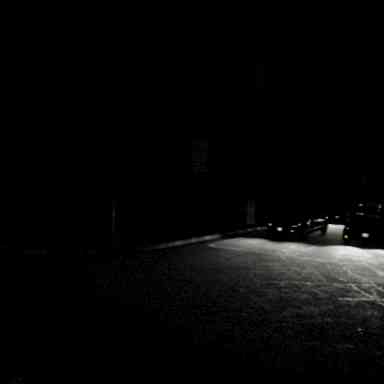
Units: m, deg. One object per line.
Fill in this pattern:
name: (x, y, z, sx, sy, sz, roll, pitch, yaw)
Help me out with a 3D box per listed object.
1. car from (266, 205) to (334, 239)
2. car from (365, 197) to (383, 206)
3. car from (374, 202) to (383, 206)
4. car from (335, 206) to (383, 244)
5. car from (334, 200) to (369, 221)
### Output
car: (5.544, 1.466, 17.218, 1.837, 1.490, 4.892, 1, 0, 39)
car: (17.936, 1.275, 32.902, 2.097, 1.767, 4.553, 1, 1, 37)
car: (13.417, 1.545, 21.467, 1.994, 1.385, 4.181, 1, 0, 38)
car: (8.203, 1.549, 14.941, 1.994, 1.385, 4.181, 1, 0, 39)
car: (11.101, 1.520, 24.173, 1.994, 1.385, 4.181, 1, 0, 39)
